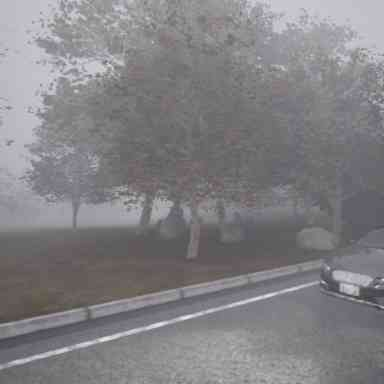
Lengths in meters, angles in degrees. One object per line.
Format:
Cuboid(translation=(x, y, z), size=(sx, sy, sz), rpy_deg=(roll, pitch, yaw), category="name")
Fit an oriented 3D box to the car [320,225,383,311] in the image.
Cuboid(translation=(4.830, 1.488, 7.394), size=(4.902, 1.511, 2.128), rpy_deg=(0, 0, -35), category="car")
